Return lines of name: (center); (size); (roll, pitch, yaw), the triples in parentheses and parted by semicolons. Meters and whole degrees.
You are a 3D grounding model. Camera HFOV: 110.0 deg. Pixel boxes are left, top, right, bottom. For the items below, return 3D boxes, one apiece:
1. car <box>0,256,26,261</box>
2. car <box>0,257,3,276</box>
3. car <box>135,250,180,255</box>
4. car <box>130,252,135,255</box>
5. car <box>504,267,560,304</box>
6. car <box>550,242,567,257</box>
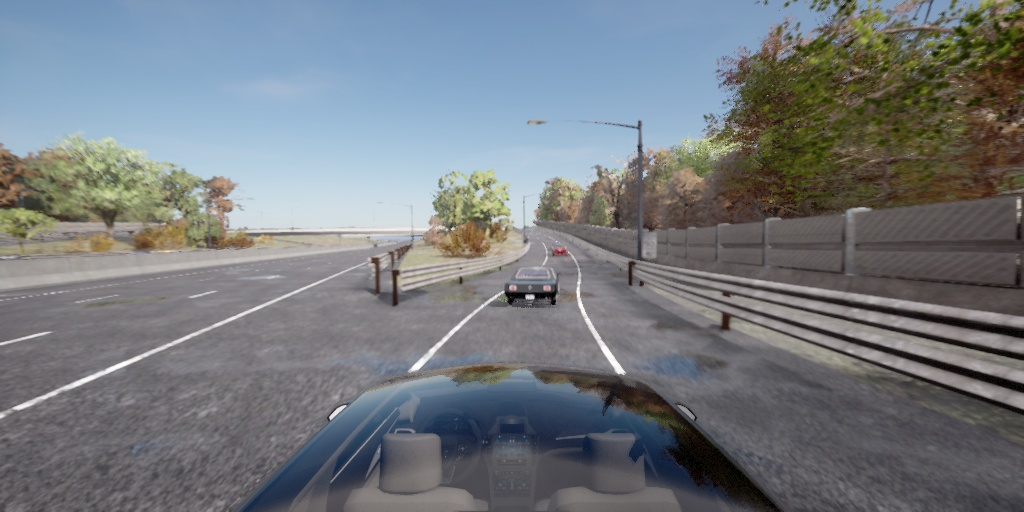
car: (-34.941, 0.772, 23.837); (2.128, 1.511, 4.902); (-2, 2, -15)
car: (-38.780, 0.878, 24.695); (1.994, 1.385, 4.181); (-2, 2, -15)
car: (-39.502, 0.122, 40.810); (1.882, 1.535, 5.008); (-2, 2, -15)
car: (-43.546, 0.141, 42.462); (2.128, 1.511, 4.902); (-2, 2, -15)
car: (0.990, 1.101, 14.739); (1.895, 1.301, 4.718); (0, 1, 9)
car: (6.684, -0.935, 50.720); (2.097, 1.767, 4.553); (-1, 5, 5)
